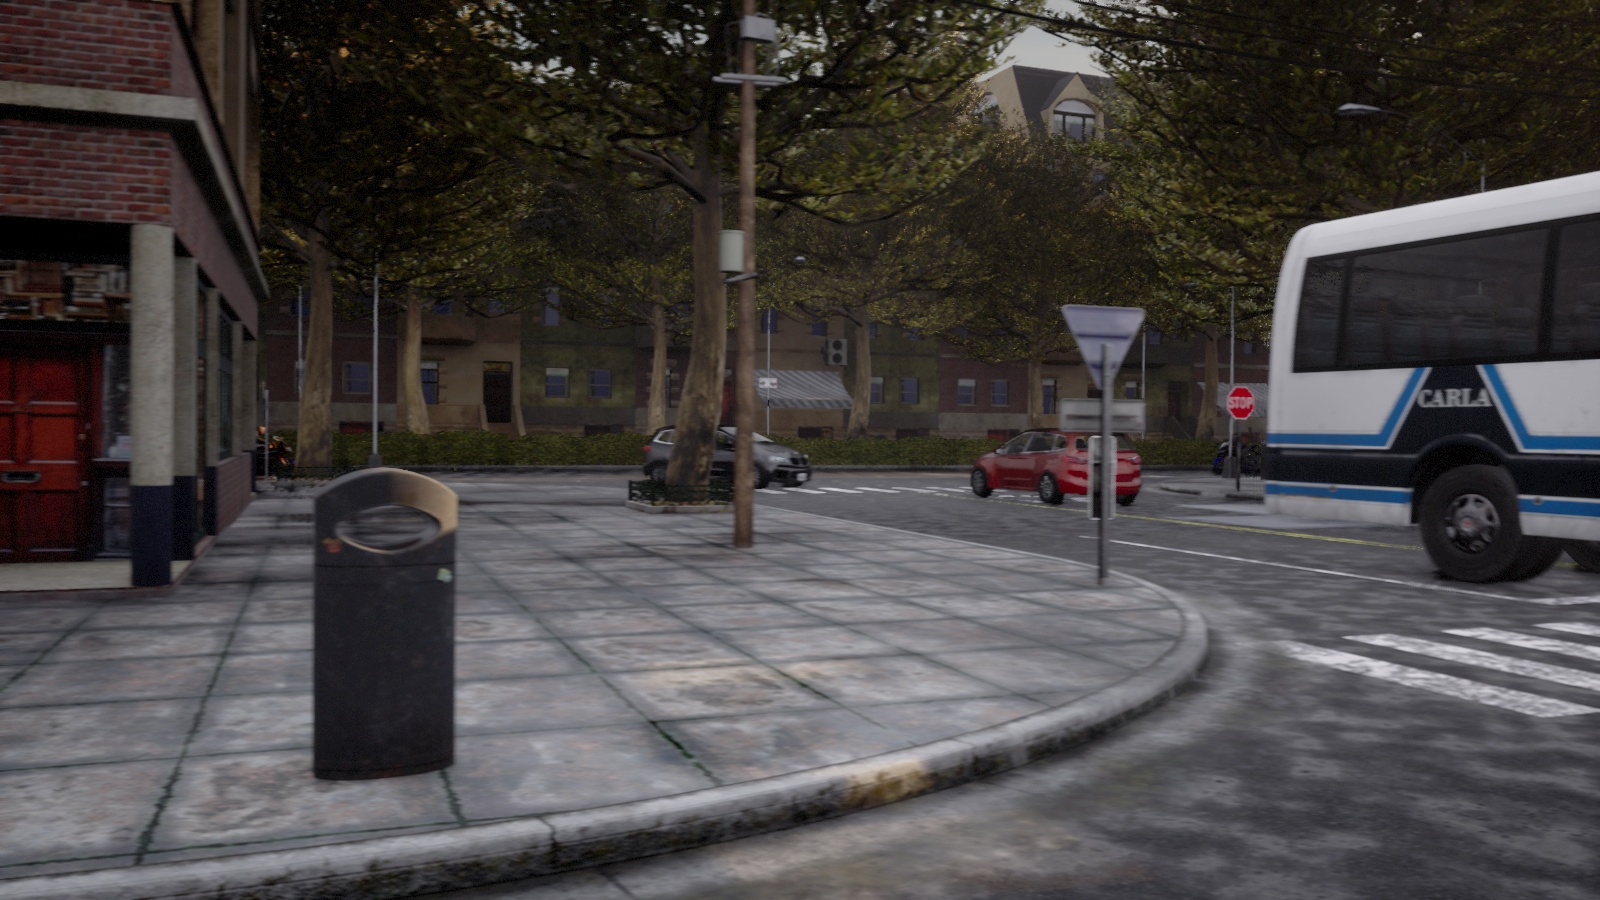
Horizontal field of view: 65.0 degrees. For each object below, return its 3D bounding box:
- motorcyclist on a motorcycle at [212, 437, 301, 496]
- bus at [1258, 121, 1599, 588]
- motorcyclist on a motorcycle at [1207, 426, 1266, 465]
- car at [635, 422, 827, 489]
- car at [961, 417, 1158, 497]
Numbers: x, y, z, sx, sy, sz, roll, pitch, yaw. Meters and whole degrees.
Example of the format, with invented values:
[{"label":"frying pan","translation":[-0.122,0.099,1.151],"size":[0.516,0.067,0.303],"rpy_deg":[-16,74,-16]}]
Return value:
[{"label":"motorcyclist on a motorcycle","translation":[-14.882,0.436,34.465],"size":[2.191,1.530,0.866],"rpy_deg":[-1,1,-21]},{"label":"bus","translation":[9.479,-0.866,11.380],"size":[3.944,4.253,10.273],"rpy_deg":[0,1,-24]},{"label":"motorcyclist on a motorcycle","translation":[17.597,-0.177,50.592],"size":[2.191,1.530,0.866],"rpy_deg":[-1,1,-21]},{"label":"car","translation":[-1.859,0.118,33.582],"size":[4.611,1.667,2.242],"rpy_deg":[0,1,29]},{"label":"car","translation":[5.834,0.111,28.902],"size":[2.242,1.667,4.611],"rpy_deg":[-1,1,-22]}]
